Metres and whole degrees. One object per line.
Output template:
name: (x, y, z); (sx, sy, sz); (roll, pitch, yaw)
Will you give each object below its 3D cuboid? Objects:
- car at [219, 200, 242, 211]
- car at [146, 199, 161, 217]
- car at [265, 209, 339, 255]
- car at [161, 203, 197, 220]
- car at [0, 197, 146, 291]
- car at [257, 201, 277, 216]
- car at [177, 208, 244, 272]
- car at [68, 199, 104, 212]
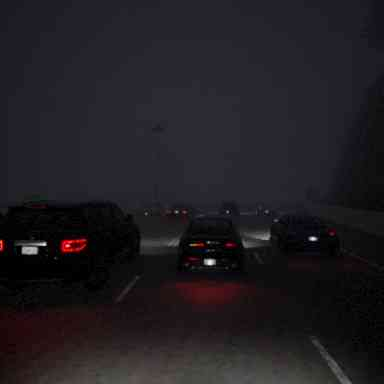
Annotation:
car: (3.755, 1.572, 32.645); (1.837, 1.490, 4.892); (0, 0, 12)
car: (-3.615, 1.659, 31.604); (1.895, 1.301, 4.718); (0, 0, 11)
car: (4.378, 1.595, 13.497); (1.994, 1.385, 4.181); (0, 0, 5)
car: (-0.731, 1.601, 28.071); (2.033, 1.411, 5.357); (0, 0, 10)
car: (-3.014, 1.239, 9.245); (2.150, 2.045, 5.566); (0, 0, 4)
car: (7.467, 1.598, 33.250); (1.812, 1.442, 4.674); (0, 0, 12)
car: (0.643, 1.529, 10.930); (1.837, 1.490, 4.892); (0, 0, 4)
car: (-12.697, 1.571, 40.068); (1.837, 1.490, 4.892); (0, 0, 13)
